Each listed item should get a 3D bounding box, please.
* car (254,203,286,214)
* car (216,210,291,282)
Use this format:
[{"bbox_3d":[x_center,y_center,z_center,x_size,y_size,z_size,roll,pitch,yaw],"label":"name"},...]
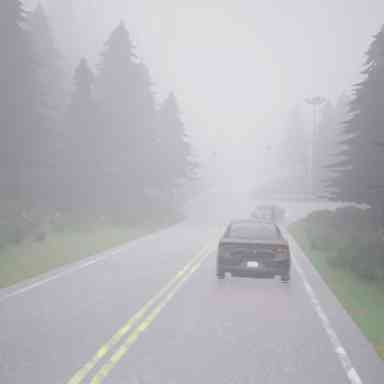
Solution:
[{"bbox_3d":[5.921,1.598,25.883,2.033,1.411,5.357,0,4,26],"label":"car"},{"bbox_3d":[1.856,1.543,10.218,1.882,1.535,5.008,1,0,10],"label":"car"}]
